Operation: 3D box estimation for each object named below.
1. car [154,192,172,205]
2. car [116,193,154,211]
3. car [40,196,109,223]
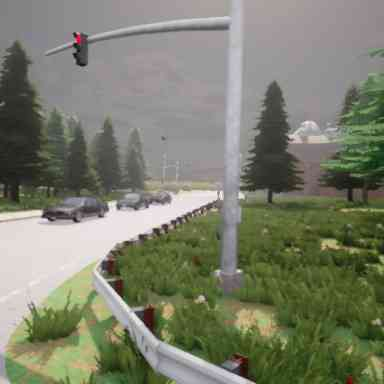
[{"bbox_3d":[-3.684,0.694,38.869,2.033,1.411,5.357,2,1,9],"label":"car"},{"bbox_3d":[-5.202,0.813,29.792,1.812,1.442,4.674,2,1,10],"label":"car"},{"bbox_3d":[-6.884,0.977,20.354,2.033,1.411,5.357,2,1,10],"label":"car"}]
